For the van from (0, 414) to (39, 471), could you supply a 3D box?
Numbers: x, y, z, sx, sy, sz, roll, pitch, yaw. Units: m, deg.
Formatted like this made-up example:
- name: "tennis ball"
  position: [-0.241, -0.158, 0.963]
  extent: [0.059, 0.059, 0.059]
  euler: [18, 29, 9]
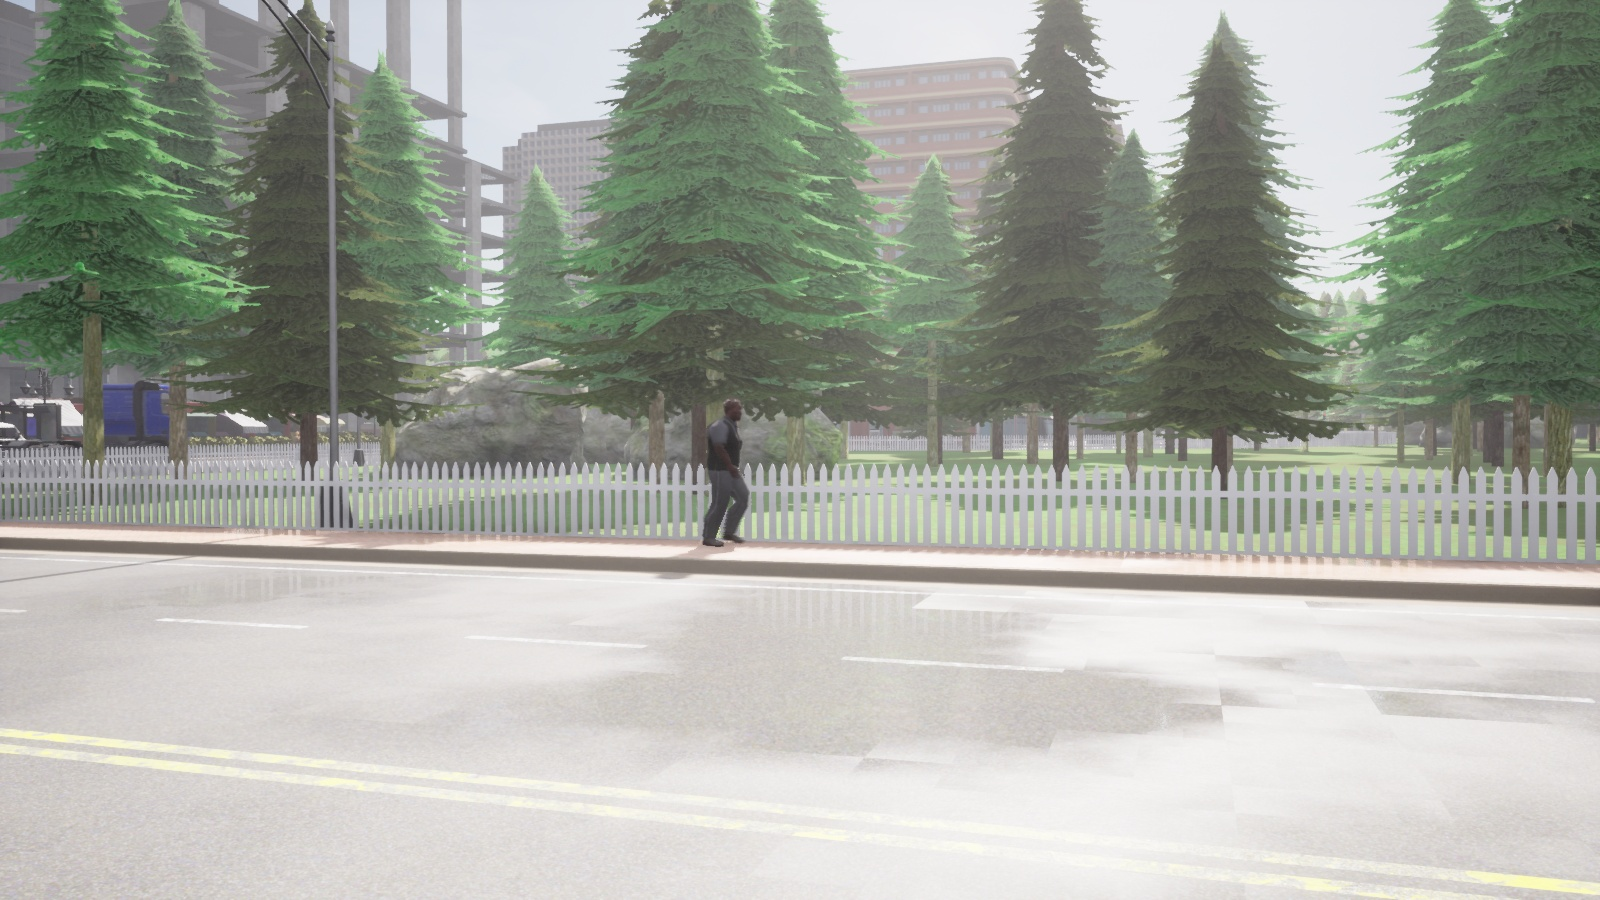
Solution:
- name: "van"
  position: [-29.337, -0.262, 43.847]
  extent: [2.069, 2.038, 4.480]
  euler: [0, 1, 17]

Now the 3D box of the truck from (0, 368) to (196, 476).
- name: "truck"
  position: [-25.503, -0.962, 44.377]
  extent: [2.891, 3.462, 7.936]
  euler: [0, 1, 17]

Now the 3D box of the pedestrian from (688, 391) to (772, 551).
- name: "pedestrian"
  position: [-0.839, 0.240, 15.134]
  extent: [0.849, 1.883, 0.563]
  euler: [1, 1, 19]
